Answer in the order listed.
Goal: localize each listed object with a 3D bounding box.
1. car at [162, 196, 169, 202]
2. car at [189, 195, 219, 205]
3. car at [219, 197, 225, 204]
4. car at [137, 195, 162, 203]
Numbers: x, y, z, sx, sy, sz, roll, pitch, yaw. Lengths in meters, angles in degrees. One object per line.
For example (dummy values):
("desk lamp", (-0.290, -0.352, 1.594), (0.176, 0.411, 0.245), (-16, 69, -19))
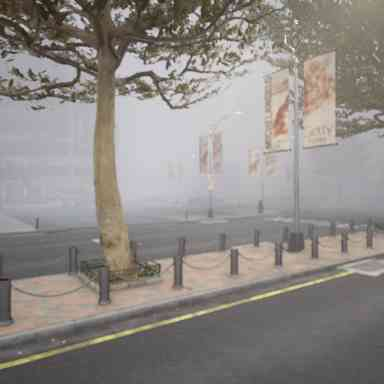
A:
("car", (-6.950, 1.374, 69.840), (4.674, 1.442, 1.812), (0, 0, 41))
("car", (1.481, 1.408, 53.996), (2.033, 1.411, 5.357), (0, 0, -35))
("car", (3.572, 1.323, 57.100), (1.882, 1.535, 5.008), (0, 0, -35))
("car", (-8.907, 1.465, 66.805), (4.718, 1.301, 1.895), (0, 0, 41))
